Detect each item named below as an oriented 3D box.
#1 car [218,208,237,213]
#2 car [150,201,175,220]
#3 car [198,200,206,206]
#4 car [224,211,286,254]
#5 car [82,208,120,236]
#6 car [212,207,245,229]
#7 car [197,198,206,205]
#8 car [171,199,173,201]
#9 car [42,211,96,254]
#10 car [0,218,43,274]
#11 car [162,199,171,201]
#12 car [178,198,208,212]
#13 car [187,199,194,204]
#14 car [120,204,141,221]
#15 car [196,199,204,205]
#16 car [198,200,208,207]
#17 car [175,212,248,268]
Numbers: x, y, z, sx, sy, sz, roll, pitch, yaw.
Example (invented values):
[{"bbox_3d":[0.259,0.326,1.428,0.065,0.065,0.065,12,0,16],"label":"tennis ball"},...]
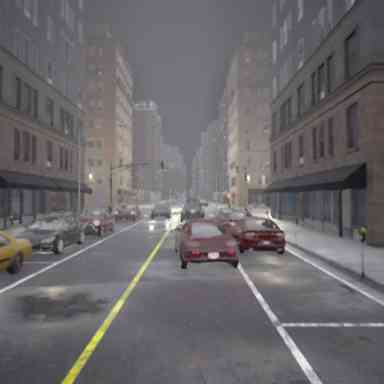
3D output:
[{"bbox_3d":[2.663,1.787,19.668,1.887,1.381,4.507,0,-1,0],"label":"car"},{"bbox_3d":[-3.036,1.925,33.483,1.837,1.490,4.892,0,-1,0],"label":"car"},{"bbox_3d":[2.377,2.580,80.265,1.752,1.417,4.829,0,-1,-1],"label":"car"},{"bbox_3d":[2.668,1.719,14.177,1.887,1.381,4.507,0,-1,0],"label":"car"},{"bbox_3d":[-5.863,1.683,19.656,1.967,1.590,4.097,0,-1,0],"label":"car"},{"bbox_3d":[2.658,1.862,25.159,2.008,1.369,4.403,0,-1,0],"label":"car"},{"bbox_3d":[2.323,2.449,85.604,2.192,1.841,5.009,0,-1,-1],"label":"car"},{"bbox_3d":[-6.146,2.595,80.013,1.887,1.381,4.507,0,-1,-1],"label":"car"},{"bbox_3d":[-5.860,1.725,14.162,2.008,1.369,4.403,0,-1,0],"label":"car"},{"bbox_3d":[-5.856,1.630,8.500,1.752,1.417,4.829,0,-1,0],"label":"car"},{"bbox_3d":[-6.034,2.442,68.999,2.008,1.369,4.403,0,-1,-1],"label":"car"},{"bbox_3d":[0.075,1.726,30.011,2.097,1.767,4.553,0,-1,0],"label":"car"},{"bbox_3d":[-0.418,2.658,92.382,1.994,1.385,4.181,0,-1,-1],"label":"car"},{"bbox_3d":[-5.871,1.822,30.642,1.967,1.590,4.097,0,-1,0],"label":"car"},{"bbox_3d":[2.266,2.659,91.109,1.967,1.590,4.097,0,-1,-1],"label":"car"},{"bbox_3d":[2.435,2.537,74.588,1.947,1.339,4.313,0,-1,-1],"label":"car"},{"bbox_3d":[0.410,1.670,11.774,1.812,1.442,4.674,0,-1,-5],"label":"car"}]
